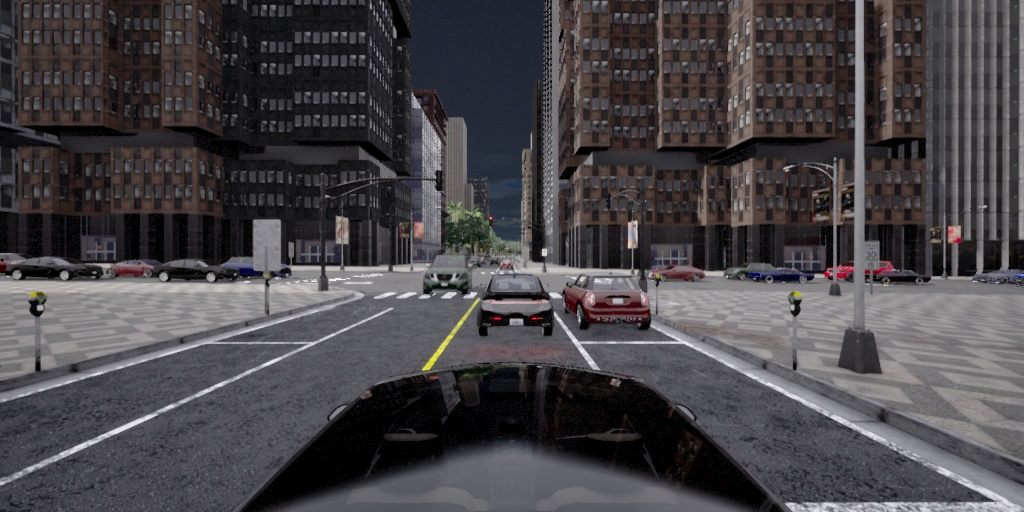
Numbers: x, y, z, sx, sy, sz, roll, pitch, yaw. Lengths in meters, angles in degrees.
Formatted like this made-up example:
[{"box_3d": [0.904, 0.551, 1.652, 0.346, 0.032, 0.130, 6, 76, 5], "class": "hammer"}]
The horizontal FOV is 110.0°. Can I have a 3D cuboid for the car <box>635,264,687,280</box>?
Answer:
[{"box_3d": [14.338, 1.530, 34.593, 4.181, 1.385, 1.994, 1, 0, -1], "class": "car"}]

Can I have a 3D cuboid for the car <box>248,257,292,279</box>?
[{"box_3d": [-19.566, 0.845, 27.588, 4.553, 1.767, 2.097, 1, 0, 0], "class": "car"}]

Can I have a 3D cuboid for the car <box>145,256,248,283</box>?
[{"box_3d": [-21.275, 0.952, 24.322, 5.008, 1.535, 1.882, 1, 0, -1], "class": "car"}]

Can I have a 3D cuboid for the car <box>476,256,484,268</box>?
[{"box_3d": [-6.700, 0.981, 62.837, 2.150, 2.045, 5.566, 0, 0, -1], "class": "car"}]

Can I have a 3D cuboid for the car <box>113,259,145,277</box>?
[{"box_3d": [-28.209, 0.936, 27.506, 4.181, 1.385, 1.994, 1, 0, -1], "class": "car"}]

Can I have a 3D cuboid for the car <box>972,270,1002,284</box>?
[{"box_3d": [48.333, 2.011, 34.801, 5.357, 1.411, 2.033, 1, 0, 0], "class": "car"}]

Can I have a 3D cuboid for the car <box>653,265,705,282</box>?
[{"box_3d": [14.350, 1.496, 31.341, 4.674, 1.442, 1.812, 1, 0, -1], "class": "car"}]

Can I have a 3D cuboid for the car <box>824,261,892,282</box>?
[{"box_3d": [33.654, 1.466, 34.756, 5.566, 2.045, 2.150, 1, 0, -1], "class": "car"}]

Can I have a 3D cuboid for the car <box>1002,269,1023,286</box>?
[{"box_3d": [47.120, 1.928, 31.552, 5.008, 1.535, 1.882, 1, 0, 0], "class": "car"}]

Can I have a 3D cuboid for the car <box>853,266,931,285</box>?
[{"box_3d": [33.484, 1.850, 31.506, 4.718, 1.301, 1.895, 1, 0, 0], "class": "car"}]

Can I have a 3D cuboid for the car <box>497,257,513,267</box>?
[{"box_3d": [-0.765, 1.179, 52.589, 1.967, 1.591, 4.097, 0, 0, -1], "class": "car"}]

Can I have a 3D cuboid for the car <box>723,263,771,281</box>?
[{"box_3d": [23.042, 1.444, 34.670, 4.553, 1.767, 2.097, 1, 0, -1], "class": "car"}]

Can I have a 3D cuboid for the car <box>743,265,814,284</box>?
[{"box_3d": [23.454, 1.703, 31.425, 4.718, 1.301, 1.895, 1, 0, -1], "class": "car"}]

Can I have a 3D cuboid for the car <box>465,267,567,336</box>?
[{"box_3d": [0.075, 1.238, 10.322, 2.128, 1.511, 4.902, 0, 0, -1], "class": "car"}]

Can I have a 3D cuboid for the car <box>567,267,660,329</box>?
[{"box_3d": [2.733, 1.186, 11.208, 1.967, 1.591, 4.097, 0, 0, 0], "class": "car"}]

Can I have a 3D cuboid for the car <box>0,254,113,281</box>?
[{"box_3d": [-30.742, 0.818, 24.240, 5.008, 1.535, 1.882, 1, 0, 0], "class": "car"}]

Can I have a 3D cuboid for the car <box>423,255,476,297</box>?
[{"box_3d": [-3.276, 0.961, 19.313, 2.150, 2.045, 5.566, 0, 0, -3], "class": "car"}]
